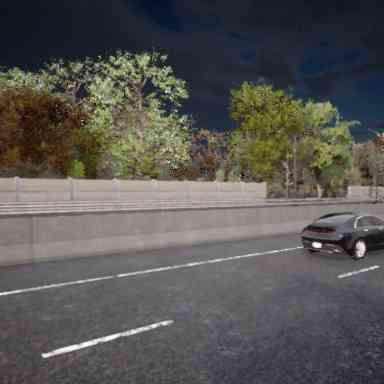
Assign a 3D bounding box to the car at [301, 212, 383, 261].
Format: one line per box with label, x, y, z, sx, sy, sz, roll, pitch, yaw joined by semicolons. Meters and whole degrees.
car;6.103;1.502;12.394;4.892;1.490;1.837;0;0;-35
